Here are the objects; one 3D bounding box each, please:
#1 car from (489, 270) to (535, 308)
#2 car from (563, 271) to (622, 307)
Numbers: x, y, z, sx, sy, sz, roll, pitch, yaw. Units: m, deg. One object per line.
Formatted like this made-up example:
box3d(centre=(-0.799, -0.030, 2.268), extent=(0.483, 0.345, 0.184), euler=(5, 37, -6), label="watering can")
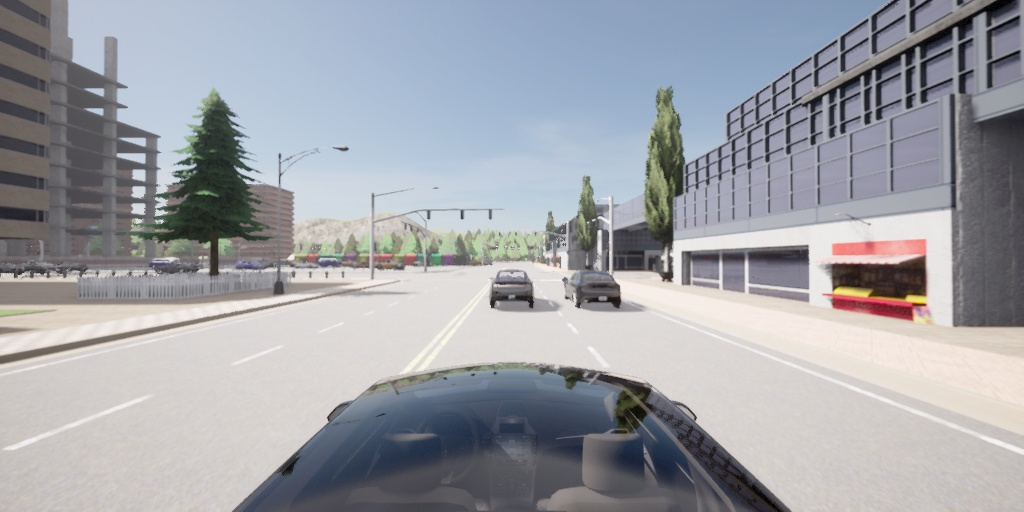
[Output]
box3d(centre=(-0.002, 1.378, 16.140), extent=(2.128, 1.511, 4.902), euler=(0, 0, 0), label="car")
box3d(centre=(3.499, 1.393, 16.170), extent=(1.837, 1.490, 4.892), euler=(0, 0, 0), label="car")
